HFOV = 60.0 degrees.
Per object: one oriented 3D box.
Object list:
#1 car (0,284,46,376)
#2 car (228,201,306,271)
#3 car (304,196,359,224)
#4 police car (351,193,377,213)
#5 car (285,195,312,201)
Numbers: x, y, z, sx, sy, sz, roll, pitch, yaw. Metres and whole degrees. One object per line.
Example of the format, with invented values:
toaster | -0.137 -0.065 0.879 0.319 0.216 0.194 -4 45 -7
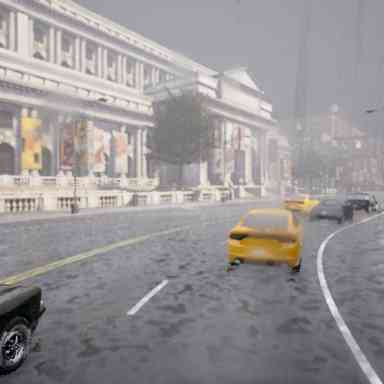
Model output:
car | -3.137 1.527 2.520 1.895 1.301 4.718 0 1 6
car | 2.476 1.271 10.441 1.882 1.535 5.008 1 1 19
car | 9.113 1.165 21.516 1.994 1.385 4.181 1 1 37
police car | 14.833 0.901 29.121 1.930 1.638 5.238 1 1 38
car | 9.230 0.956 27.453 1.882 1.535 5.008 1 2 38
